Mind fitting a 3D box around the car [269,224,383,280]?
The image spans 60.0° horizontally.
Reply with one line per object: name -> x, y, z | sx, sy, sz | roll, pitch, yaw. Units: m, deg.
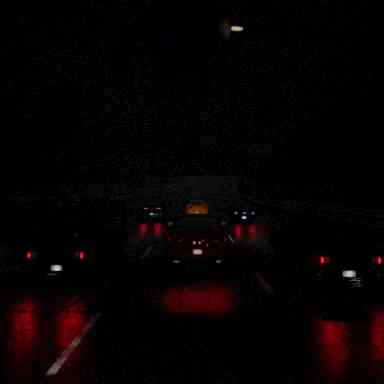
car -> 3.655, 1.601, 9.900 | 1.895, 1.301, 4.718 | 0, 0, 0

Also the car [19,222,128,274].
car -> -3.341, 1.598, 10.477 | 1.895, 1.301, 4.718 | 0, 0, 1

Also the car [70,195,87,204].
car -> -19.597, 1.239, 58.015 | 1.882, 1.535, 5.008 | 0, 1, 3

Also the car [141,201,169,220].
car -> -3.043, 1.485, 28.039 | 2.128, 1.511, 4.902 | 0, 0, 1

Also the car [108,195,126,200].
car -> -12.604, 1.293, 57.820 | 1.812, 1.442, 4.674 | 0, 1, 3

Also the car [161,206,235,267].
car -> 0.172, 1.476, 11.509 | 1.882, 1.535, 5.008 | 0, 0, 1

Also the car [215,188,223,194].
car -> 6.811, 0.474, 87.598 | 1.994, 1.385, 4.181 | 0, 2, 4

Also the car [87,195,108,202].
car -> -16.083, 1.235, 58.365 | 1.882, 1.535, 5.008 | 0, 1, 3

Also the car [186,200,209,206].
car -> 0.499, 1.473, 29.678 | 1.882, 1.535, 5.008 | 0, 0, 1

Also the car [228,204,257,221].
car -> 3.927, 1.600, 26.869 | 1.895, 1.301, 4.718 | 0, 0, 1
